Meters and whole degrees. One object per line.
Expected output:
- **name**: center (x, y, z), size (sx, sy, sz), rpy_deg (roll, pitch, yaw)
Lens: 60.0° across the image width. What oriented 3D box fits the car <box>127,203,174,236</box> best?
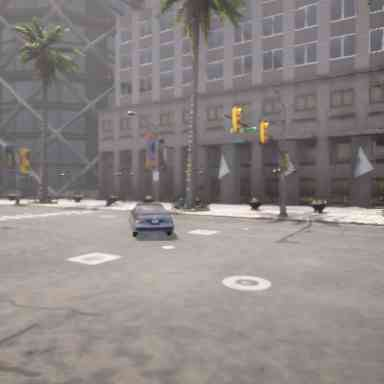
- **car**: center (-2.149, 1.254, 16.578), size (2.033, 1.411, 5.357), rpy_deg (0, 1, -13)
